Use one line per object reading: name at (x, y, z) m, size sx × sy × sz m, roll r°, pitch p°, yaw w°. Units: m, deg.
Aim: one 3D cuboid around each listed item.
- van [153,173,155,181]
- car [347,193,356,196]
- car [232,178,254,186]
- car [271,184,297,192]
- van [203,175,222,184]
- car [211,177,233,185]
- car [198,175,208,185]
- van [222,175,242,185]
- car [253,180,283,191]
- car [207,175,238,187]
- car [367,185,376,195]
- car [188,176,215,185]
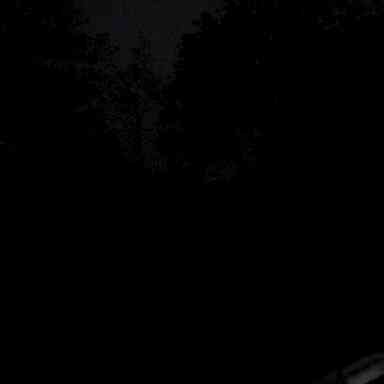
van at (-9.386, -4.202, 89.618) m, size 1.878 × 1.987 × 4.442 m, roll 5°, pitch 4°, yaw 43°
car at (26.863, -0.379, 55.422) m, size 2.163 × 1.488 × 4.792 m, roll 6°, pitch 4°, yaw 43°
car at (10.790, -2.053, 70.576) m, size 2.163 × 1.488 × 4.792 m, roll 5°, pitch 4°, yaw 43°
car at (14.020, -0.809, 49.830) m, size 1.946 × 1.575 × 5.366 m, roll 6°, pitch 4°, yaw 43°
van at (4.817, -2.880, 76.297) m, size 1.878 × 1.987 × 4.442 m, roll 5°, pitch 4°, yaw 43°
car at (6.746, -2.467, 74.337) m, size 2.097 × 1.535 × 5.008 m, roll 5°, pitch 4°, yaw 43°
car at (3.926, -1.861, 59.296) m, size 1.946 × 1.575 × 5.366 m, roll 6°, pitch 4°, yaw 43°
van at (8.706, -2.500, 72.342) m, size 1.878 × 1.987 × 4.442 m, roll 5°, pitch 4°, yaw 43°
car at (11.878, -1.016, 51.593) m, size 2.231 × 1.521 × 4.892 m, roll 6°, pitch 4°, yaw 43°
car at (5.602, -1.663, 57.216) m, size 1.946 × 1.575 × 5.366 m, roll 6°, pitch 4°, yaw 43°
car at (28.837, -0.332, 53.654) m, size 2.185 × 1.767 × 4.553 m, roll 6°, pitch 4°, yaw 43°
car at (1.782, -2.057, 61.045) m, size 2.231 × 1.521 × 4.892 m, roll 6°, pitch 4°, yaw 43°
